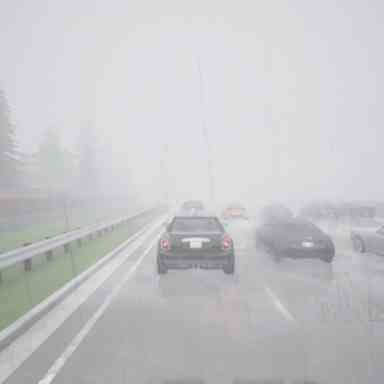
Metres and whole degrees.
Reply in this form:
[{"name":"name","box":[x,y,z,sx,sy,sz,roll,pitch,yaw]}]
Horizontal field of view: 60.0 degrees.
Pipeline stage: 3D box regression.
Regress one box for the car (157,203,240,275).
[{"name":"car","box":[0.099,1.389,10.710,2.097,1.767,4.553,0,0,0]}]

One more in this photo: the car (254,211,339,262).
[{"name":"car","box":[3.599,1.606,12.349,1.994,1.385,4.181,0,0,0]}]

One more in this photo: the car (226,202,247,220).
[{"name":"car","box":[3.596,1.577,29.324,1.882,1.535,5.008,0,0,0]}]

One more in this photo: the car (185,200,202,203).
[{"name":"car","box":[0.097,1.445,27.478,2.097,1.767,4.553,0,0,0]}]

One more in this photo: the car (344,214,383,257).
[{"name":"car","box":[7.099,1.638,10.900,1.895,1.301,4.718,0,0,0]}]

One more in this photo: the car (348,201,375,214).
[{"name":"car","box":[14.097,1.576,29.324,1.882,1.535,5.008,0,0,0]}]

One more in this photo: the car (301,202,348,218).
[{"name":"car","box":[10.598,1.585,27.738,2.128,1.511,4.902,0,0,0]}]

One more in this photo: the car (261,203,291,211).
[{"name":"car","box":[7.098,1.660,28.301,1.994,1.385,4.181,0,0,0]}]
